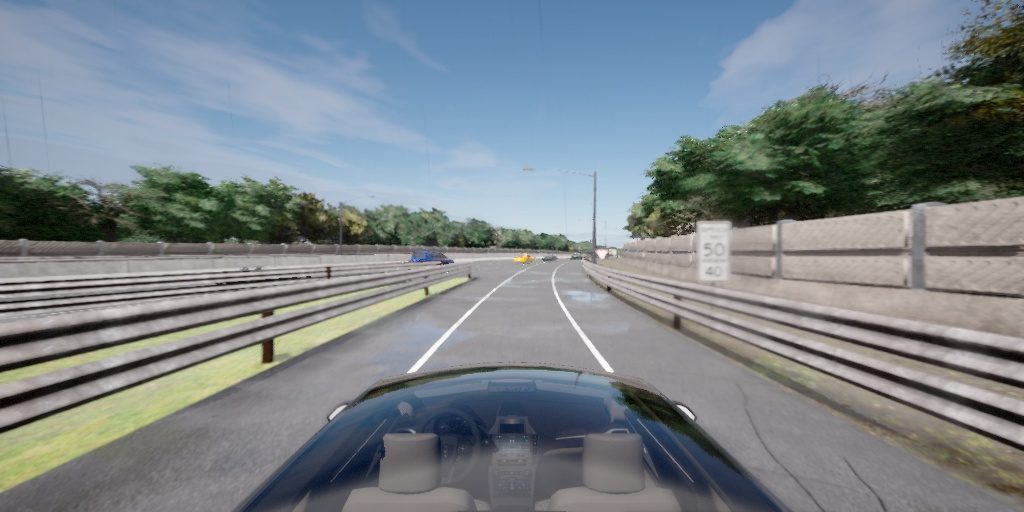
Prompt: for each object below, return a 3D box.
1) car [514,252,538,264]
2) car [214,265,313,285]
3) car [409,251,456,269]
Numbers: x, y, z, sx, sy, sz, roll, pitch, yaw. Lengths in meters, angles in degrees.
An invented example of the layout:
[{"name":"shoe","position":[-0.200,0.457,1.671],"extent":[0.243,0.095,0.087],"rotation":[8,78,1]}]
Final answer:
[{"name":"car","position":[2.007,0.416,57.556],"extent":[1.882,1.535,5.008],"rotation":[0,1,24]},{"name":"car","position":[-14.297,1.210,20.996],"extent":[1.895,1.301,4.718],"rotation":[1,1,24]},{"name":"car","position":[-7.802,0.576,35.539],"extent":[2.150,2.045,5.566],"rotation":[1,1,24]}]
